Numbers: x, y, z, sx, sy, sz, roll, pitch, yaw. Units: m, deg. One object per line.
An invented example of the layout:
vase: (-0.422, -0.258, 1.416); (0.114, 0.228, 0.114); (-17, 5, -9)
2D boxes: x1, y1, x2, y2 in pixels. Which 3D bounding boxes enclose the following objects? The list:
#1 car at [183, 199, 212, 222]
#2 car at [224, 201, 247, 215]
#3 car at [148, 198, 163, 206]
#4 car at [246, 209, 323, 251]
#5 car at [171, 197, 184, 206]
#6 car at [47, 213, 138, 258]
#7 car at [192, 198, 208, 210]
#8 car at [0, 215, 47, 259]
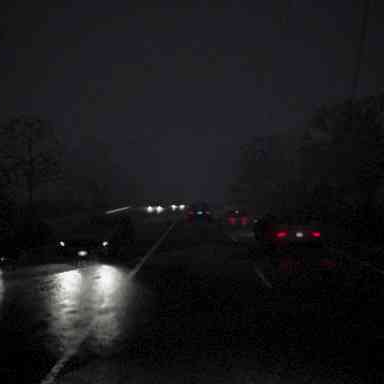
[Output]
car: (0.644, 1.551, 26.460); (2.033, 1.411, 5.357); (0, 0, 2)
car: (4.326, 1.610, 33.805); (1.895, 1.301, 4.718); (0, 0, 1)
car: (-5.857, 1.601, 53.606); (1.895, 1.301, 4.718); (0, 0, 2)
car: (3.847, 1.554, 14.203); (2.033, 1.411, 5.357); (0, 0, 1)
car: (-2.323, 1.568, 54.958); (1.994, 1.385, 4.181); (0, 0, 1)
car: (-3.384, 1.546, 13.093); (2.033, 1.411, 5.357); (0, 0, 1)
car: (1.052, 1.570, 43.039); (1.994, 1.385, 4.181); (0, 0, 1)
car: (-6.897, 1.558, 12.485); (1.994, 1.385, 4.181); (0, 0, 1)
